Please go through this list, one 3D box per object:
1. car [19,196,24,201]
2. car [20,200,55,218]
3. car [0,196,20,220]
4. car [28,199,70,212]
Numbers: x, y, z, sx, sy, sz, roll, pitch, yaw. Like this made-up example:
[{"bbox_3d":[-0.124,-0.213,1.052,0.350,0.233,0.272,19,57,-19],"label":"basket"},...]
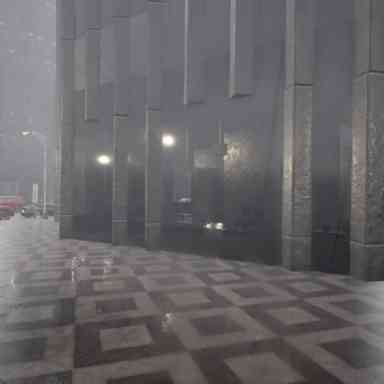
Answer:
[{"bbox_3d":[-20.771,1.353,36.288,2.192,1.841,5.009,1,0,35],"label":"car"},{"bbox_3d":[-13.836,1.742,31.336,1.947,1.339,4.313,1,0,35],"label":"car"},{"bbox_3d":[-17.107,1.463,26.738,2.192,1.841,5.009,1,0,35],"label":"car"},{"bbox_3d":[-17.501,1.634,40.885,1.947,1.339,4.313,1,0,35],"label":"car"}]
